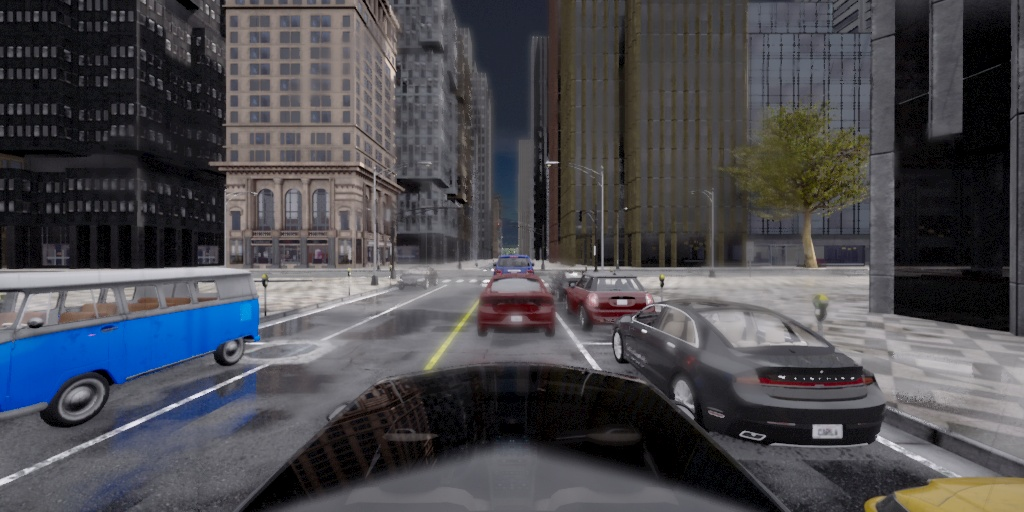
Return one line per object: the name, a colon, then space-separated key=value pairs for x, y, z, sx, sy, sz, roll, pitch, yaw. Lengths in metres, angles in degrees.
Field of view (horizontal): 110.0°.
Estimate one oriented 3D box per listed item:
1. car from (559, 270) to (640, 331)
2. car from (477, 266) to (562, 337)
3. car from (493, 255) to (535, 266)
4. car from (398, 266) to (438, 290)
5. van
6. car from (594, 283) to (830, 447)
car: x=2.777 y=1.187 z=10.965 sx=1.967 sy=1.591 sz=4.097 roll=0 pitch=0 yaw=0
car: x=0.106 y=1.226 z=10.351 sx=1.882 sy=1.535 sz=5.008 roll=0 pitch=0 yaw=0
car: x=0.103 y=0.966 z=20.235 sx=2.150 sy=2.045 sz=5.566 roll=0 pitch=0 yaw=0
car: x=-5.732 y=1.294 z=22.258 sx=2.007 sy=1.370 sz=4.403 roll=0 pitch=0 yaw=0
van: x=-5.756 y=1.090 z=5.335 sx=1.690 sy=1.789 sz=3.998 roll=0 pitch=0 yaw=0
car: x=2.769 y=1.300 z=5.324 sx=2.007 sy=1.370 sz=4.403 roll=0 pitch=0 yaw=0
